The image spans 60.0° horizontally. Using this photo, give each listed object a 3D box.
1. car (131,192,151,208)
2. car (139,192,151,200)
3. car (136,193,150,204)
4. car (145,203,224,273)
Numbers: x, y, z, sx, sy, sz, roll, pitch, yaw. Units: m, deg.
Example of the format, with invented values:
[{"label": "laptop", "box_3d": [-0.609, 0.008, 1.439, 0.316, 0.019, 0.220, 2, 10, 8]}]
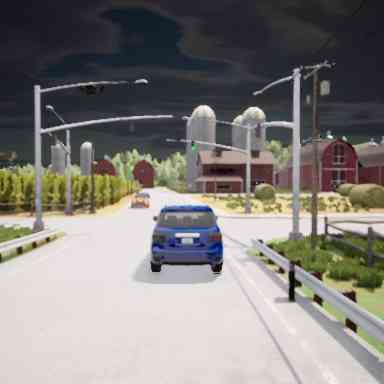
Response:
[{"label": "car", "box_3d": [-6.068, 0.952, 39.497, 2.097, 1.767, 4.553, 0, 1, -7]}, {"label": "car", "box_3d": [-8.384, 0.673, 59.140, 1.994, 1.385, 4.181, 0, 1, -7]}, {"label": "car", "box_3d": [-7.209, 0.922, 49.168, 1.994, 1.385, 4.181, 0, 1, -7]}, {"label": "car", "box_3d": [-0.215, 1.429, 11.638, 2.150, 2.045, 5.566, 0, 0, -2]}]
